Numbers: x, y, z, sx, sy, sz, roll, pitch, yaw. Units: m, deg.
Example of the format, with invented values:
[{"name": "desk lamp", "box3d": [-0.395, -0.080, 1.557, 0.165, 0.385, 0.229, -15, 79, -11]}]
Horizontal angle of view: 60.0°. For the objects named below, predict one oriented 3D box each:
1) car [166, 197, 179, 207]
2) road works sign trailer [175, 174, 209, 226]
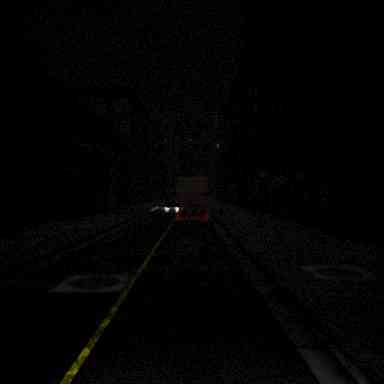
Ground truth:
[{"name": "car", "box3d": [-3.051, 1.571, 52.746, 1.882, 1.535, 5.008, 0, 0, 0]}, {"name": "road works sign trailer", "box3d": [0.007, 0.515, 23.546, 2.380, 3.560, 2.880, 0, 0, 0]}]
